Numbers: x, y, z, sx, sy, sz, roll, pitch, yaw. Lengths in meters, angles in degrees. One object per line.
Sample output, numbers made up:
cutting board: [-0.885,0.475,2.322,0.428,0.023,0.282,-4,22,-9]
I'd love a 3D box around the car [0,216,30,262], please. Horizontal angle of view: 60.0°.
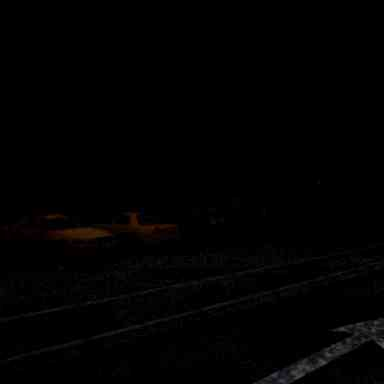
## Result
car: [-7.576,1.539,10.772,4.674,1.452,2.002,-1,-1,34]

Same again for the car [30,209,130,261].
car: [-5.023,1.499,12.413,5.366,1.575,1.946,-1,-1,34]

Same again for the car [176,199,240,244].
car: [-0.385,1.388,16.008,4.553,1.767,2.185,-1,-1,34]

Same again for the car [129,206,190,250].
car: [-2.944,1.509,14.365,5.366,1.575,1.946,-1,-1,34]

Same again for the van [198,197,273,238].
van: [2.053,1.292,17.746,4.442,1.987,1.878,-1,-1,33]
